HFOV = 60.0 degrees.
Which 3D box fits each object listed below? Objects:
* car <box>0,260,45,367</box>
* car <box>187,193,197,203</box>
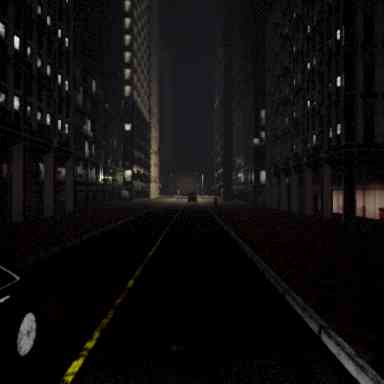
[{"bbox_3d":[-3.093,1.502,3.042,1.837,1.490,4.892,0,0,0],"label":"car"},{"bbox_3d":[0.020,1.449,65.077,1.837,1.490,4.892,0,0,0],"label":"car"}]
